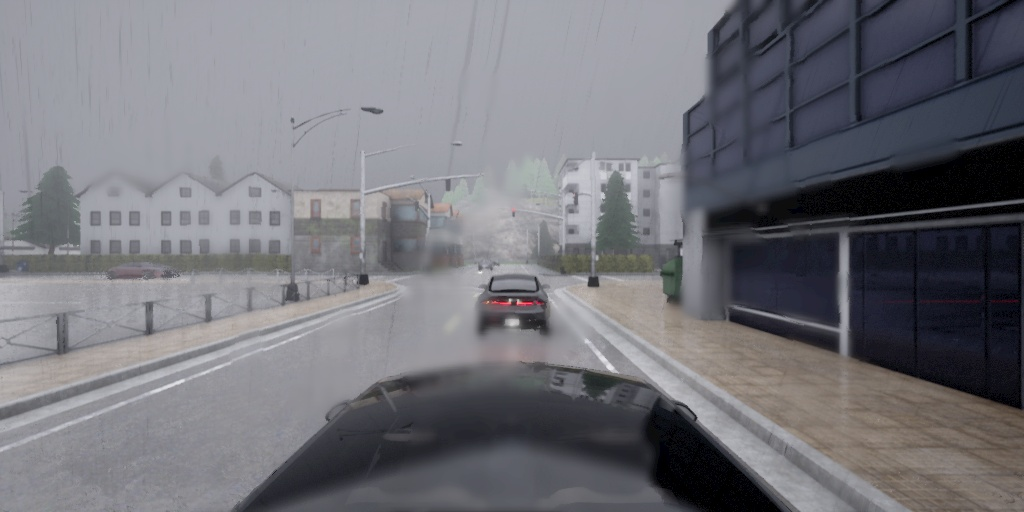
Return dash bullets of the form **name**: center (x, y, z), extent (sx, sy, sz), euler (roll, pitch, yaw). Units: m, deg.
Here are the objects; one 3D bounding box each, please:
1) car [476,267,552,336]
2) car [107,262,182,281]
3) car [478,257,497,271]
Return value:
- **car**: center (0.070, 1.245, 10.379), extent (1.837, 1.490, 4.892), euler (0, 0, 1)
- **car**: center (-27.140, 1.110, 26.577), extent (4.181, 1.385, 1.994), euler (0, 0, 0)
- **car**: center (-3.504, 1.190, 48.349), extent (2.128, 1.511, 4.902), euler (0, 0, 0)
